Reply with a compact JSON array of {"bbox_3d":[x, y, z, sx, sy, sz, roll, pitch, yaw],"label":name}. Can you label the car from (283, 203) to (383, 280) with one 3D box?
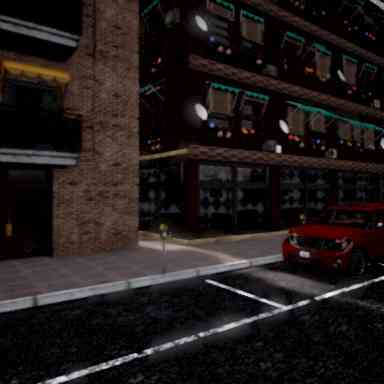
[{"bbox_3d":[4.978,1.297,10.110,5.009,1.841,2.192,0,0,-36],"label":"car"}]
